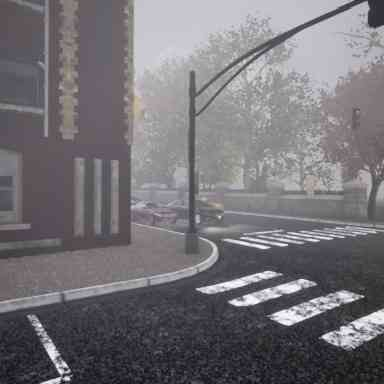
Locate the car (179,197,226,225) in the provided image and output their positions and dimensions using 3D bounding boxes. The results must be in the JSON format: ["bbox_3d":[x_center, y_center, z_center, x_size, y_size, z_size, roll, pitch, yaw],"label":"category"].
[{"bbox_3d":[0.134,1.209,21.661,1.837,1.490,4.892,0,1,-39],"label":"car"}]

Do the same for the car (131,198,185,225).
[{"bbox_3d":[-2.533,1.259,20.997,1.802,1.307,4.206,2,0,-36],"label":"car"}]

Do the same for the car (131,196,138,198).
[{"bbox_3d":[-5.775,1.160,25.485,1.802,1.307,4.206,2,0,-36],"label":"car"}]

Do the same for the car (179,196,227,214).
[{"bbox_3d":[0.923,1.132,30.525,1.752,1.417,4.829,1,0,-36],"label":"car"}]

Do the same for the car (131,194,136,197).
[{"bbox_3d":[-5.715,1.031,29.809,1.837,1.490,4.892,0,1,-36],"label":"car"}]

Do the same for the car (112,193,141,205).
[{"bbox_3d":[-8.704,0.867,43.853,2.008,1.369,4.403,1,0,-36],"label":"car"}]
